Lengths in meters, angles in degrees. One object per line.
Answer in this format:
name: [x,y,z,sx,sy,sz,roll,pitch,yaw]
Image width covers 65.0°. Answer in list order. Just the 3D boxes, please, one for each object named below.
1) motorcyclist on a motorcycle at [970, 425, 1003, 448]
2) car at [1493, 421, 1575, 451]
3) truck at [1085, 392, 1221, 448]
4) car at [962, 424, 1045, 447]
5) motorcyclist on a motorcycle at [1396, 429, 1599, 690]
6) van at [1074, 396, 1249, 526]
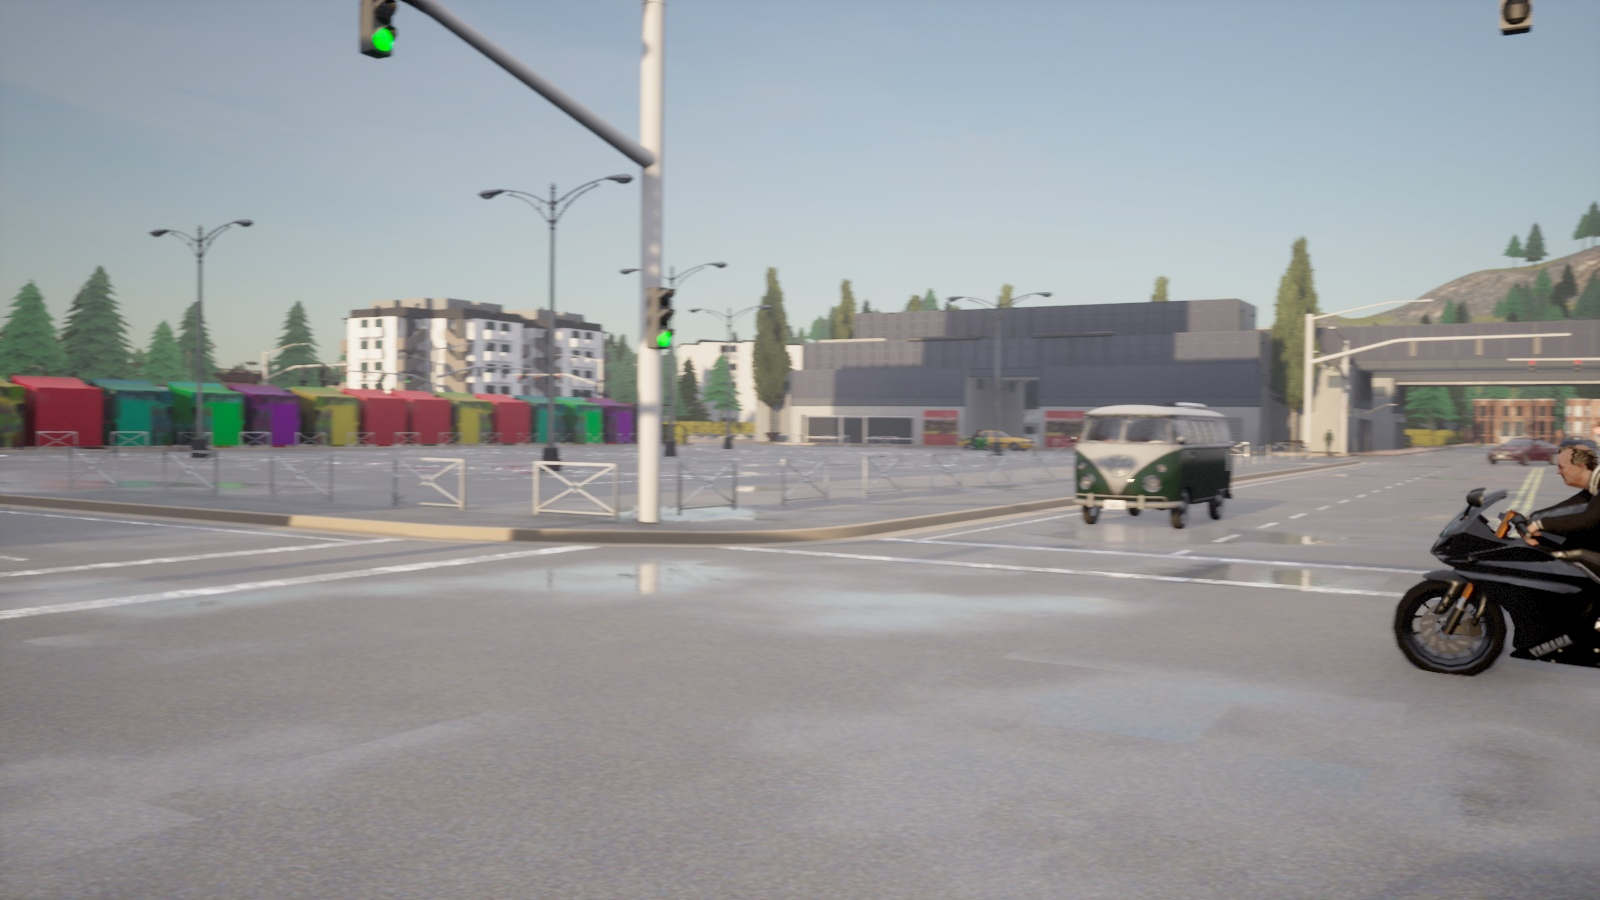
motorcyclist on a motorcycle: [12.408,-0.875,83.574,2.044,1.523,0.797,0,1,33]
car: [38.307,-0.742,65.506,4.674,1.442,1.812,-1,1,-33]
truck: [22.754,-1.891,81.028,7.936,3.462,2.891,0,1,33]
car: [14.020,-0.992,86.699,5.366,1.575,1.801,0,1,33]
motorcyclist on a motorcycle: [4.934,0.640,7.764,2.191,1.530,0.866,0,1,30]
van: [6.312,0.114,21.561,1.775,1.987,4.442,0,1,31]
